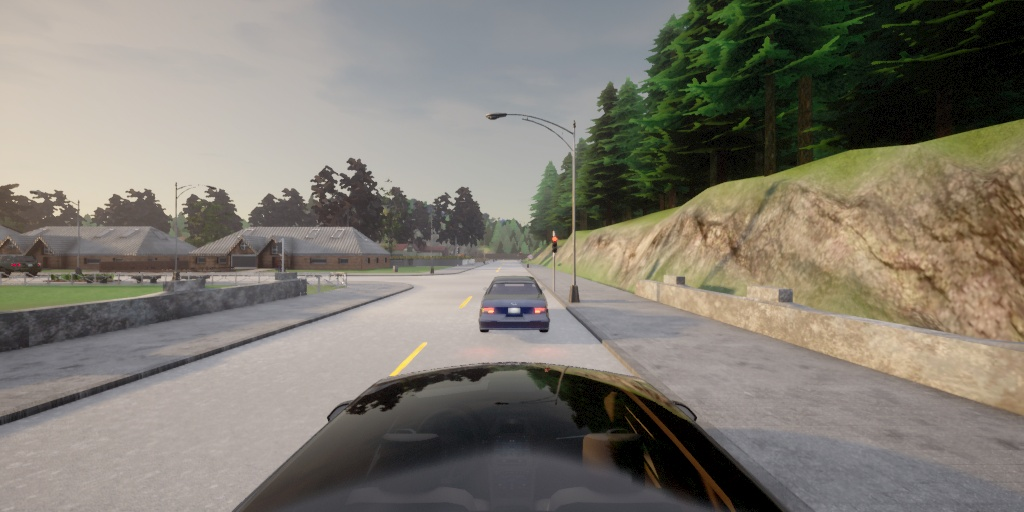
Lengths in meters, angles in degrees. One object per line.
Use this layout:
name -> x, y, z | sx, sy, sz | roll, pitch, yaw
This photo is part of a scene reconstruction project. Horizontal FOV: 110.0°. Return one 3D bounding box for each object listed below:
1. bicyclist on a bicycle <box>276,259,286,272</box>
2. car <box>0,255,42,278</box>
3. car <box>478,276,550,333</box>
bicyclist on a bicycle -> -24.157, 1.099, 37.533 | 0.582, 1.620, 1.656 | 0, 0, 0
car -> -47.370, 0.971, 33.288 | 5.566, 2.045, 2.150 | 0, 0, 1
car -> 0.064, 1.297, 10.749 | 2.033, 1.411, 5.357 | 0, 0, 0
